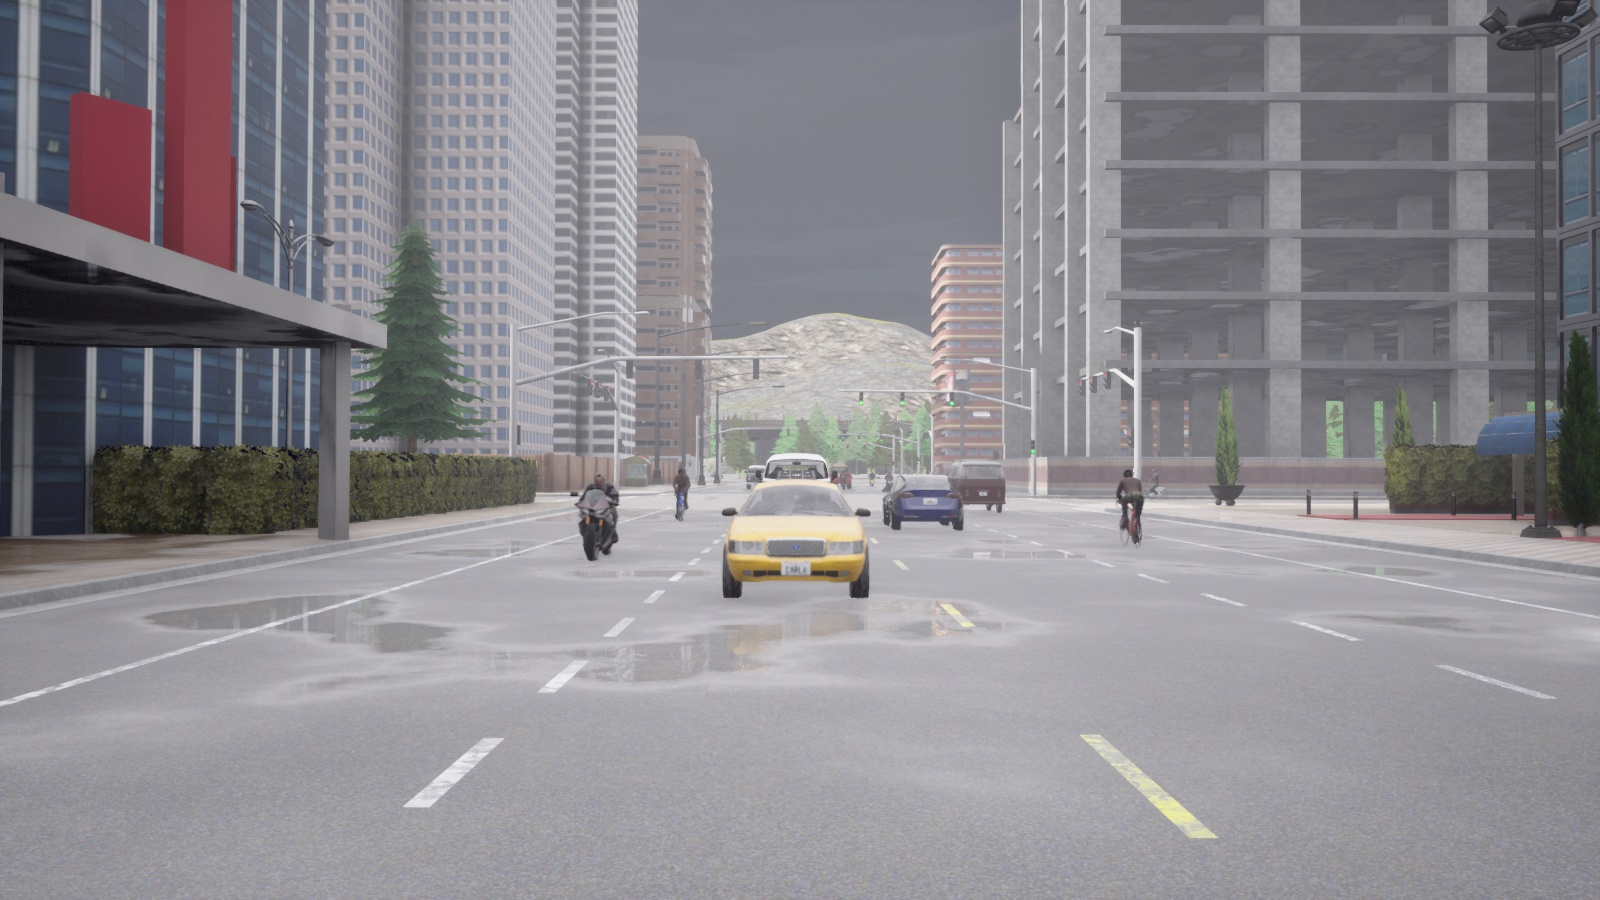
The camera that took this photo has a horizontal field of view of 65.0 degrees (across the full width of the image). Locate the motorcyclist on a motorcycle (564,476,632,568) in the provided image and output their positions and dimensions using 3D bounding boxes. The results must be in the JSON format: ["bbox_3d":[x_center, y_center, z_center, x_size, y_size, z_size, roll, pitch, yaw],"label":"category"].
[{"bbox_3d":[-3.555,1.238,22.310,0.866,1.530,2.191,0,-1,0],"label":"motorcyclist on a motorcycle"}]

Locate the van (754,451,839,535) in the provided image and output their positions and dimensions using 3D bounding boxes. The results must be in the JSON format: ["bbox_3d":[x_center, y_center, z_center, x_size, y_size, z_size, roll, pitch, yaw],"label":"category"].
[{"bbox_3d":[-0.083,1.091,32.992,2.069,2.038,4.480,0,-1,0],"label":"van"}]

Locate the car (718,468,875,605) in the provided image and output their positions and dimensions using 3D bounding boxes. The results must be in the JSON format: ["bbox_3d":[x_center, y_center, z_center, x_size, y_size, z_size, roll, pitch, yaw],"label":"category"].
[{"bbox_3d":[-0.043,1.041,17.148,1.801,1.575,5.366,0,-1,0],"label":"car"}]

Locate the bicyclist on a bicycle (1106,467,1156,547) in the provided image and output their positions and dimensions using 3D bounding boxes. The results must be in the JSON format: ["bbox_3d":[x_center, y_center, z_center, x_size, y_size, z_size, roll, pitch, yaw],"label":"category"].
[{"bbox_3d":[6.934,1.181,26.361,0.582,1.620,1.656,0,-1,0],"label":"bicyclist on a bicycle"}]

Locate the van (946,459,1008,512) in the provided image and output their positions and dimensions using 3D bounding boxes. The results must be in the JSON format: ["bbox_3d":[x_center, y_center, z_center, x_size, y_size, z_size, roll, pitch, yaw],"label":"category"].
[{"bbox_3d":[6.875,1.364,49.165,1.775,1.987,4.442,0,-1,0],"label":"van"}]

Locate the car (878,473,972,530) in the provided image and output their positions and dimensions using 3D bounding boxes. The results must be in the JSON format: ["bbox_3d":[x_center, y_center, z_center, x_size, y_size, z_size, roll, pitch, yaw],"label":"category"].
[{"bbox_3d":[3.413,1.391,35.201,2.163,1.488,4.792,0,-1,0],"label":"car"}]
